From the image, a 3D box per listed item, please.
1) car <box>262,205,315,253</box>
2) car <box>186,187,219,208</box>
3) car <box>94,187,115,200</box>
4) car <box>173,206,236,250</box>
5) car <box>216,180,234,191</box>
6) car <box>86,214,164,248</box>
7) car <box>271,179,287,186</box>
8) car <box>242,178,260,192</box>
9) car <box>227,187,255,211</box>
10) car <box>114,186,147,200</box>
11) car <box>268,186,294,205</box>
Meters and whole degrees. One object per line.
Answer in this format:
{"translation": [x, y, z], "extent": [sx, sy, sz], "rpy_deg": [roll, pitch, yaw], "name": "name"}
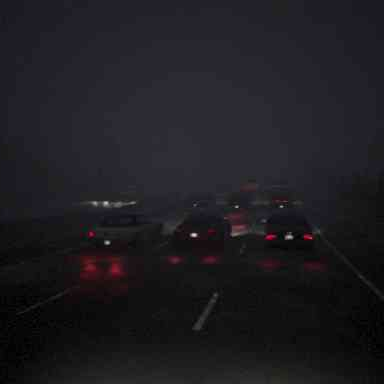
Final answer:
{"translation": [3.895, 1.524, 13.710], "extent": [2.033, 1.411, 5.357], "rpy_deg": [-1, 1, 14], "name": "car"}
{"translation": [0.861, 0.738, 30.320], "extent": [1.882, 1.535, 5.008], "rpy_deg": [-1, 5, 14], "name": "car"}
{"translation": [-10.604, 0.112, 42.145], "extent": [1.812, 1.442, 4.674], "rpy_deg": [-1, 6, 15], "name": "car"}
{"translation": [0.567, 1.592, 14.812], "extent": [1.994, 1.385, 4.181], "rpy_deg": [-1, 1, 14], "name": "car"}
{"translation": [4.437, -0.889, 44.501], "extent": [1.882, 1.535, 5.008], "rpy_deg": [-1, 7, 14], "name": "car"}
{"translation": [-2.867, 1.687, 15.513], "extent": [1.895, 1.301, 4.718], "rpy_deg": [-1, 1, 14], "name": "car"}
{"translation": [11.223, -0.931, 42.784], "extent": [2.033, 1.411, 5.357], "rpy_deg": [-1, 7, 14], "name": "car"}
{"translation": [7.816, -1.067, 43.599], "extent": [2.097, 1.767, 4.553], "rpy_deg": [-1, 7, 14], "name": "car"}
{"translation": [4.211, 0.726, 29.299], "extent": [1.837, 1.490, 4.892], "rpy_deg": [-1, 5, 14], "name": "car"}
{"translation": [-7.236, 0.018, 41.199], "extent": [1.882, 1.535, 5.008], "rpy_deg": [-1, 6, 15], "name": "car"}
{"translation": [7.602, 0.671, 28.432], "extent": [1.837, 1.490, 4.892], "rpy_deg": [-1, 5, 14], "name": "car"}
